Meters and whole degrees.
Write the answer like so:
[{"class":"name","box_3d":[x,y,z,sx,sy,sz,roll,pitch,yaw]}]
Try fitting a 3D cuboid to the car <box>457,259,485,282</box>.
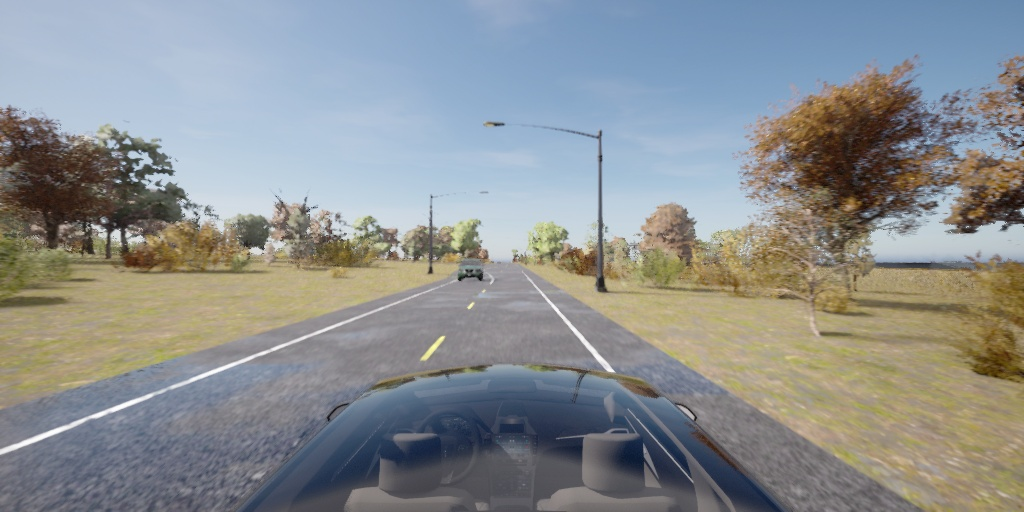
[{"class":"car","box_3d":[-3.745,1.277,33.447,2.150,2.045,5.566,0,-1,-2]}]
